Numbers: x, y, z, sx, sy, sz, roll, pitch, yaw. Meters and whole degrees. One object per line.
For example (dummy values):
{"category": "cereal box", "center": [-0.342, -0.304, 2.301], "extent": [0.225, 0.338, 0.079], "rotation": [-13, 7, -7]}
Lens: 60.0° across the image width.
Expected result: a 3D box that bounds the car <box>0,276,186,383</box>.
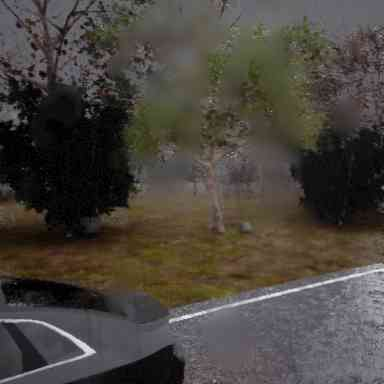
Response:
{"category": "car", "center": [-2.344, 1.498, 2.199], "extent": [4.892, 1.490, 1.837], "rotation": [0, 0, -35]}
